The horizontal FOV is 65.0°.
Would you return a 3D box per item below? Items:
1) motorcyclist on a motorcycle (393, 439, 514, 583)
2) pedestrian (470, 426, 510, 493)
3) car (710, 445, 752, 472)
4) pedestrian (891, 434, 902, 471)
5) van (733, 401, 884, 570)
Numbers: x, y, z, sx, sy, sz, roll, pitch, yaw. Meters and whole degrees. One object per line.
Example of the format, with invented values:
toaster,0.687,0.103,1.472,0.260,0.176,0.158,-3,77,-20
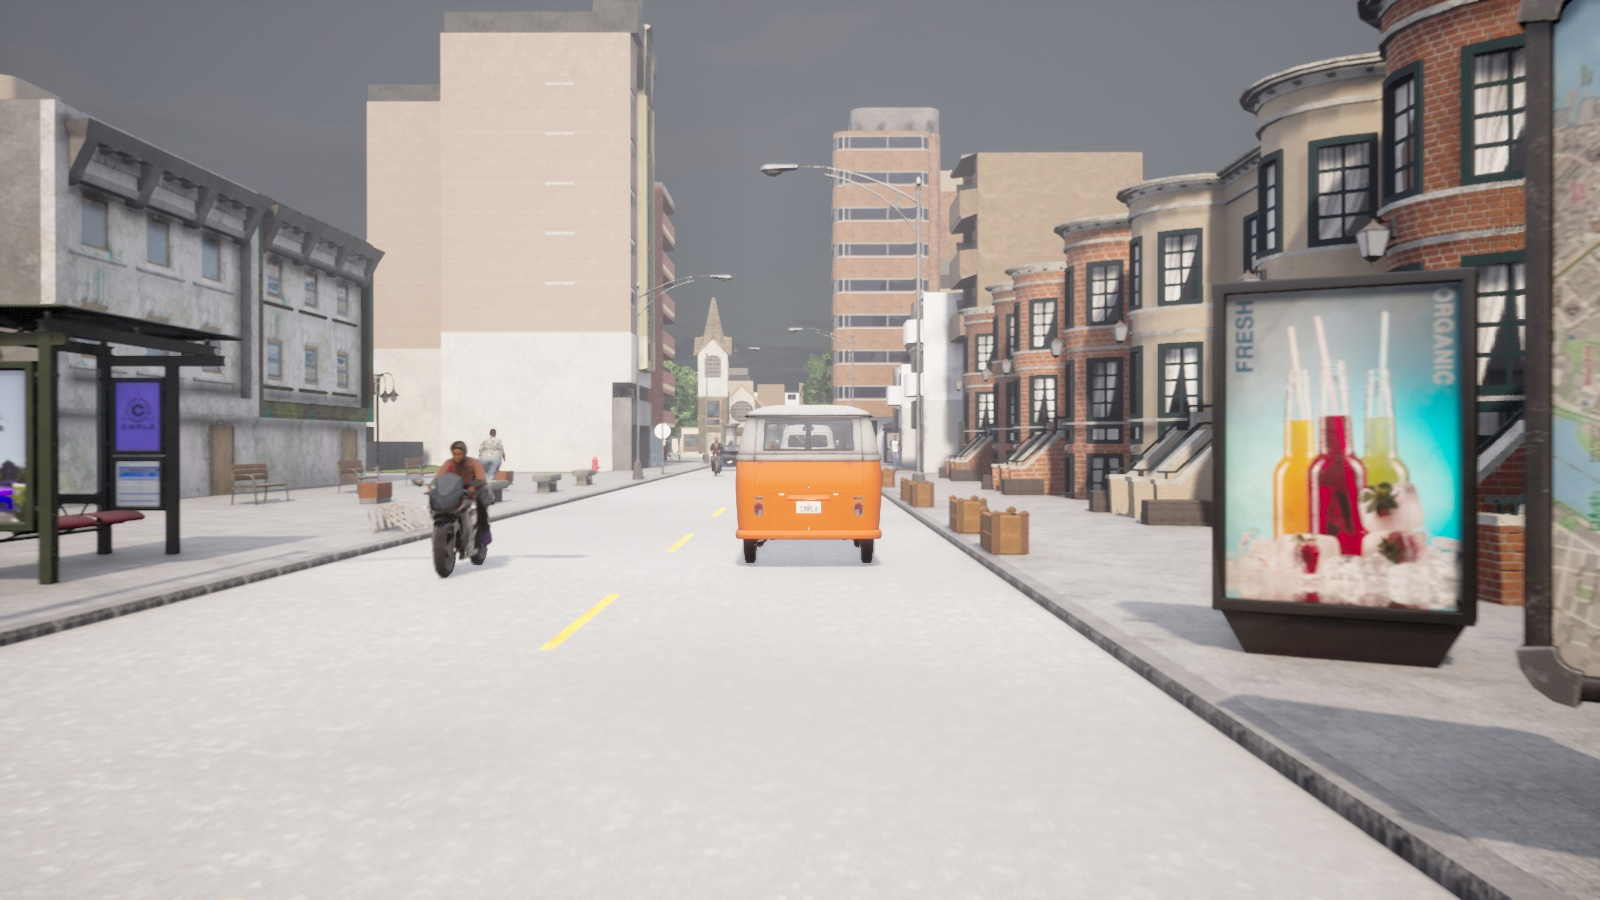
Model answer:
motorcyclist on a motorcycle,-3.903,0.645,14.326,0.797,1.523,2.044,0,0,0
pedestrian,-8.688,0.251,35.243,0.874,1.855,0.900,0,0,1
car,-3.647,0.429,67.179,1.994,1.385,4.181,0,0,0
pedestrian,4.750,0.110,61.875,0.354,1.836,0.706,0,0,-14
van,0.113,0.404,16.966,1.775,1.987,4.442,0,0,0
